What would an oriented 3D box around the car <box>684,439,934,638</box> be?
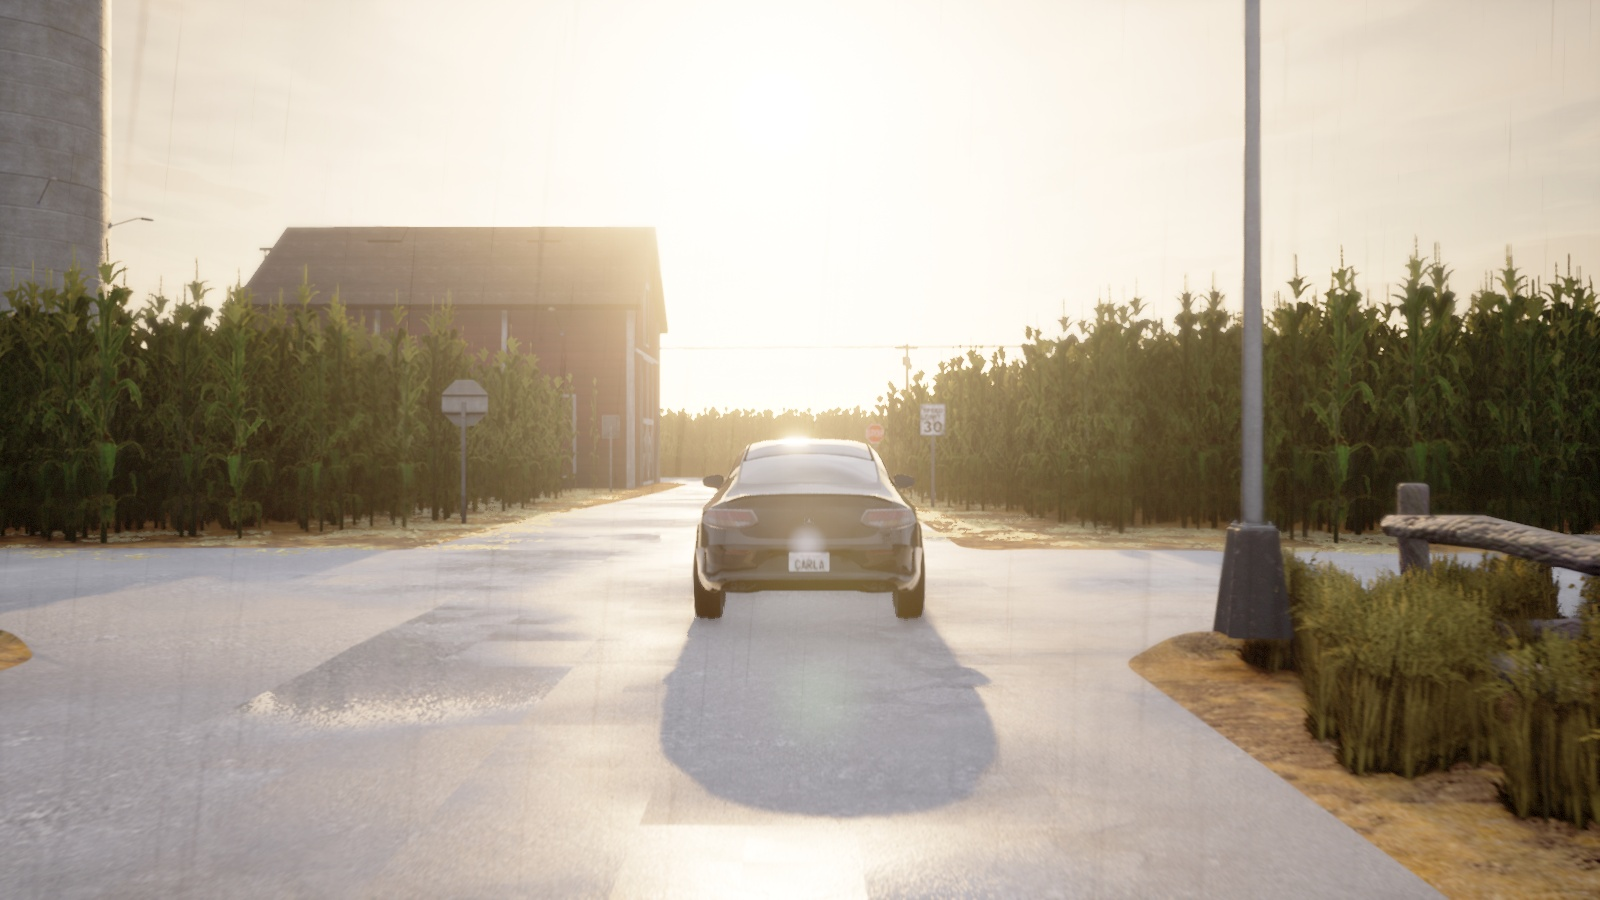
[{"bbox_3d":[0.080,0.626,11.422,1.812,1.442,4.674,0,0,0],"label":"car"}]
